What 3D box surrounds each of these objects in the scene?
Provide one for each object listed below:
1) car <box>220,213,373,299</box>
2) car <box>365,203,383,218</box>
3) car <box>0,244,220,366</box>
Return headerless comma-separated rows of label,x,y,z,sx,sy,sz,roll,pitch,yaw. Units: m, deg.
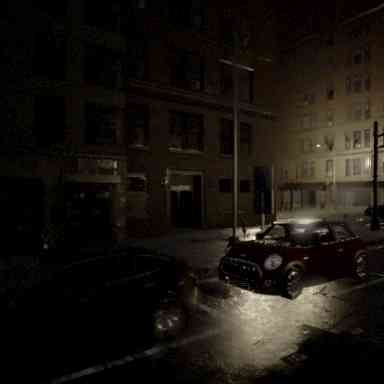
car,2.607,1.452,8.388,4.097,1.590,1.967,0,0,-35
car,17.166,1.419,28.176,2.097,1.767,4.553,0,0,-32
car,-1.892,1.568,5.181,4.313,1.339,1.947,0,0,-35
